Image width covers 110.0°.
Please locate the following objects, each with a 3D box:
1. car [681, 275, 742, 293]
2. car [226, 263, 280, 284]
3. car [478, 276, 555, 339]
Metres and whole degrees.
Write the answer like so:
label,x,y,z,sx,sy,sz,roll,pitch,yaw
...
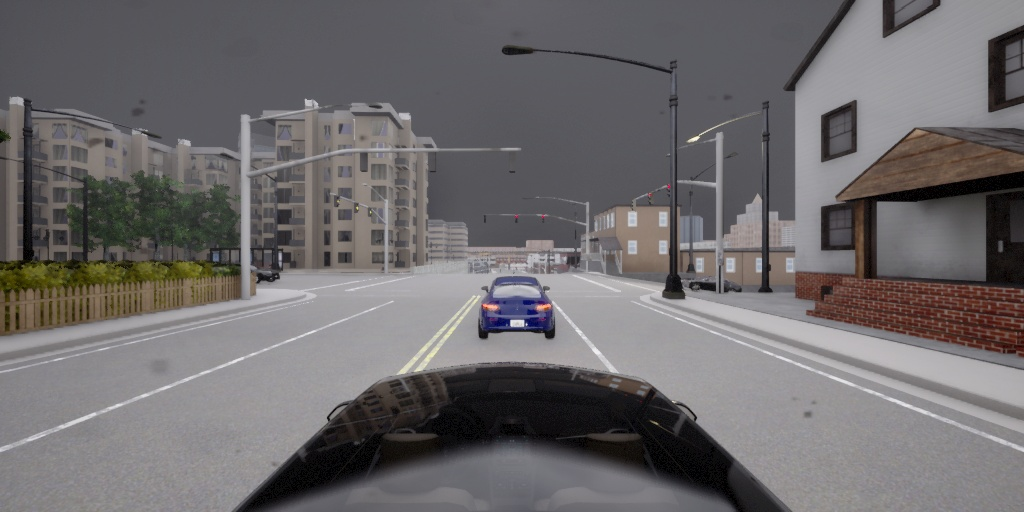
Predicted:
label,x,y,z,sx,sy,sz,roll,pitch,yaw
car,16.309,2.363,29.664,4.902,1.511,2.128,8,0,1
car,-19.822,1.255,26.475,4.892,1.490,1.837,0,0,1
car,0.107,1.276,9.985,1.812,1.442,4.674,0,0,0
